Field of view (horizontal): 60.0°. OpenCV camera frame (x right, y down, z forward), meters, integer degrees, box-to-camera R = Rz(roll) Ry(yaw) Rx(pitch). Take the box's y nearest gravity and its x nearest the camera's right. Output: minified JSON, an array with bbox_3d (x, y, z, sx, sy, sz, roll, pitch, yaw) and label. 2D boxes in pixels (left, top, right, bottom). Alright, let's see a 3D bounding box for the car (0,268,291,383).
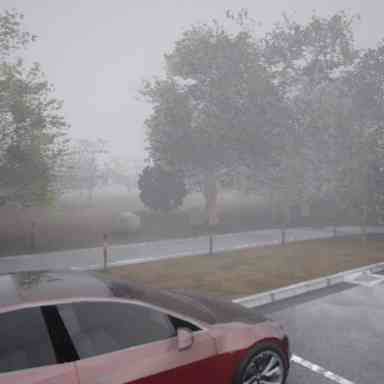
[{"bbox_3d":[-1.142,1.541,3.254,4.792,1.488,2.163,-1,-1,-33],"label":"car"}]
